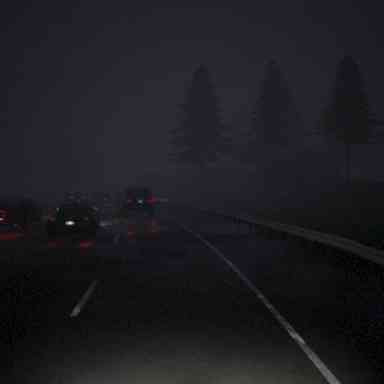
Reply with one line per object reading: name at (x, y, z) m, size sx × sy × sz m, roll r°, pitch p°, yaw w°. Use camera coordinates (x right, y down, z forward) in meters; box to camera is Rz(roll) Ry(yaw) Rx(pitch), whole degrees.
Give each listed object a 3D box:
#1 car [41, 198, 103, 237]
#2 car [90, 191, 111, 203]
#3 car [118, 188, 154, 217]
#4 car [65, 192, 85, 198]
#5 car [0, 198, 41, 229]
car at (-5.502, 1.222, 15.786) m, size 1.994 × 1.385 × 4.181 m, roll 0°, pitch 1°, yaw -12°
car at (-11.450, 0.609, 41.604) m, size 1.837 × 1.490 × 4.892 m, roll -1°, pitch 1°, yaw -28°
car at (-4.299, 0.681, 25.169) m, size 2.150 × 2.045 × 5.566 m, roll 0°, pitch 1°, yaw -17°
car at (-13.141, 0.718, 37.438) m, size 1.812 × 1.442 × 4.674 m, roll 0°, pitch 1°, yaw -27°
car at (-9.580, 1.082, 18.179) m, size 1.882 × 1.535 × 5.008 m, roll 0°, pitch 1°, yaw -13°
